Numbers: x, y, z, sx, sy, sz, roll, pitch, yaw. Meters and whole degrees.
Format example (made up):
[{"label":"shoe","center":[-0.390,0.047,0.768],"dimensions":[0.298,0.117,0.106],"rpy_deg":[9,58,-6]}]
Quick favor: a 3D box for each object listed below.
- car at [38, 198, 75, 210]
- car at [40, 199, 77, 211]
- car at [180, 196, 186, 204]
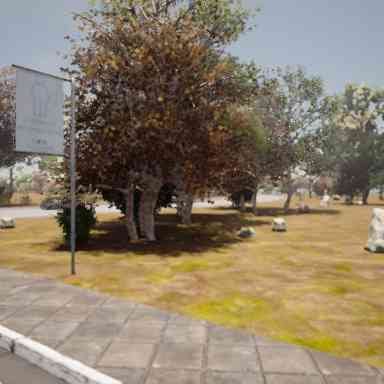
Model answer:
[{"label":"car","center":[-18.333,1.598,45.220],"dimensions":[1.994,1.385,4.181],"rpy_deg":[0,0,38]},{"label":"car","center":[-16.289,1.581,42.145],"dimensions":[2.033,1.411,5.357],"rpy_deg":[0,0,38]},{"label":"car","center":[-2.602,1.467,60.212],"dimensions":[2.033,1.411,5.357],"rpy_deg":[0,0,35]}]
